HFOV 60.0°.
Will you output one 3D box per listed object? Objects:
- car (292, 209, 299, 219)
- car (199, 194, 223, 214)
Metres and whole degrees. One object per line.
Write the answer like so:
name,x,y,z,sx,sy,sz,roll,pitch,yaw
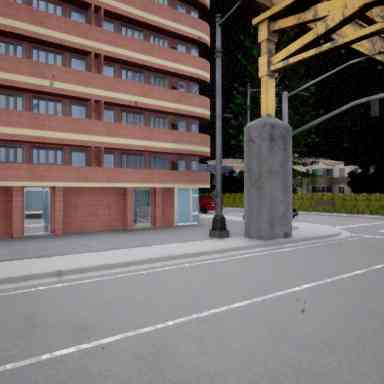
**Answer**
car,6.748,1.616,28.496,1.895,1.301,4.718,0,0,-35
car,1.025,1.258,36.568,2.150,2.045,5.566,0,0,-35
